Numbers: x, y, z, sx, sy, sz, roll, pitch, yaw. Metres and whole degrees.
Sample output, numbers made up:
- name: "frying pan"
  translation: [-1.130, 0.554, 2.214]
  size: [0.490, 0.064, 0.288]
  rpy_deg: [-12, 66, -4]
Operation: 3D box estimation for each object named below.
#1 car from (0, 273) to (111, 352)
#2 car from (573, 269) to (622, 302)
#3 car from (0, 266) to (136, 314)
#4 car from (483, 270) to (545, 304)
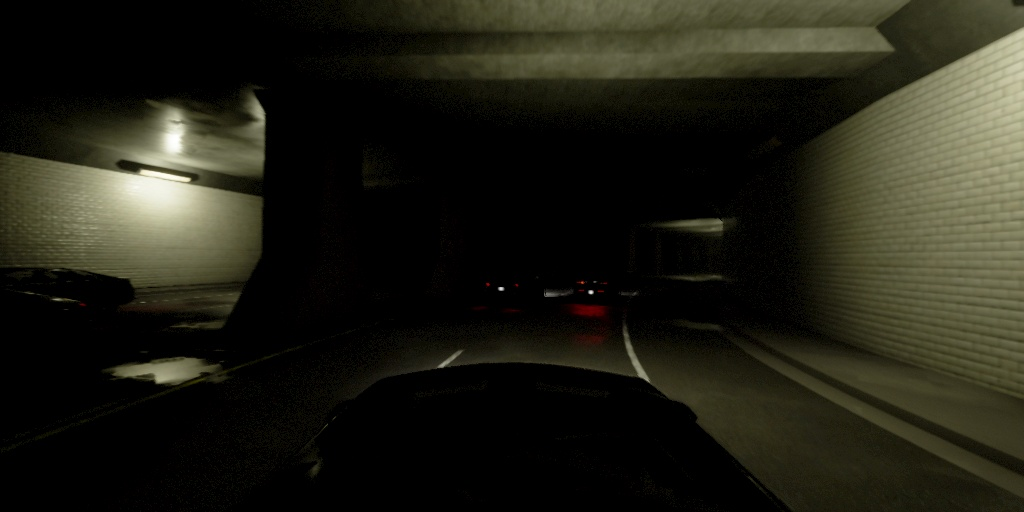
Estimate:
- name: "car"
  translation: [-9.956, 1.138, 5.765]
  size: [1.994, 1.385, 4.181]
  rpy_deg: [1, 0, 7]
- name: "car"
  translation: [4.382, 1.396, 18.242]
  size: [1.837, 1.490, 4.892]
  rpy_deg: [1, 0, 21]
- name: "car"
  translation: [-12.987, 1.020, 9.185]
  size: [2.128, 1.511, 4.902]
  rpy_deg: [1, 0, 11]
- name: "car"
  translation: [0.215, 1.371, 17.012]
  size: [1.994, 1.385, 4.181]
  rpy_deg: [1, 0, 20]
